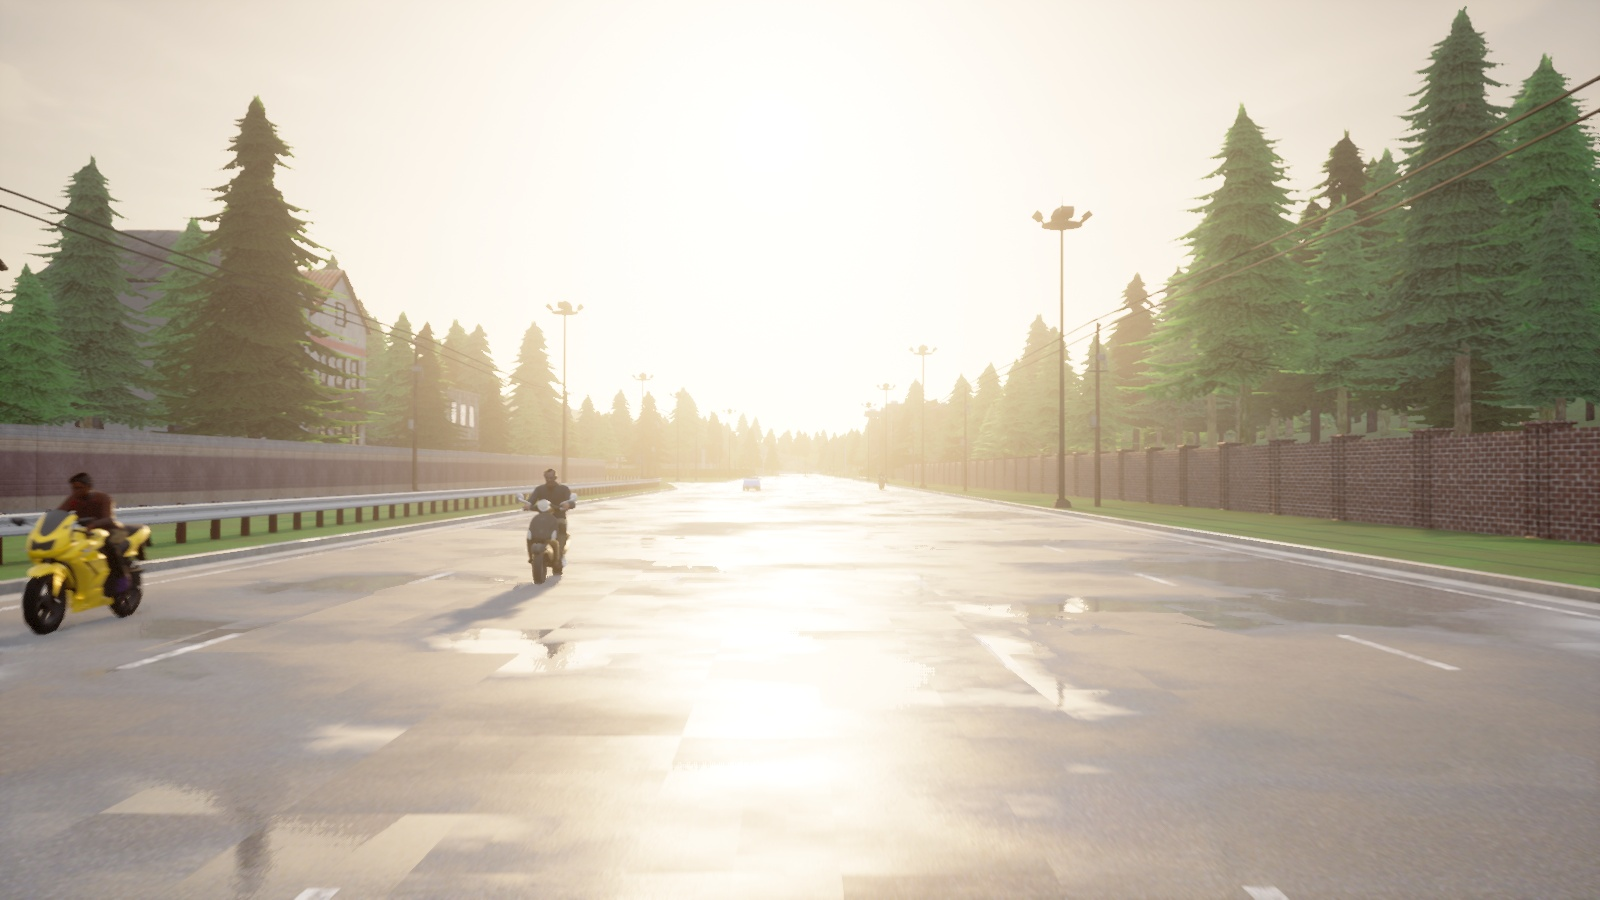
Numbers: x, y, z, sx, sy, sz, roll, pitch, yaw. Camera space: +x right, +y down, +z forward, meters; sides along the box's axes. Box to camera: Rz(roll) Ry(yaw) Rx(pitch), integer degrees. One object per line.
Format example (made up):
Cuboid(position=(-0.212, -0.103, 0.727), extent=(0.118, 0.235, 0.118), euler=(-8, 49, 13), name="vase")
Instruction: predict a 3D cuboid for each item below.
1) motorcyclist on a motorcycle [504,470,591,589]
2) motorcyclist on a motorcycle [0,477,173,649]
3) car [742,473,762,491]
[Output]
Cuboid(position=(-3.543, 1.080, 17.749), extent=(0.866, 1.590, 1.817), euler=(0, -1, 0), name="motorcyclist on a motorcycle")
Cuboid(position=(-7.030, 1.030, 12.251), extent=(0.797, 1.523, 2.044), euler=(0, -1, 0), name="motorcyclist on a motorcycle")
Cuboid(position=(-3.734, 2.519, 97.688), extent=(1.481, 1.376, 2.207), euler=(0, -1, 0), name="car")
